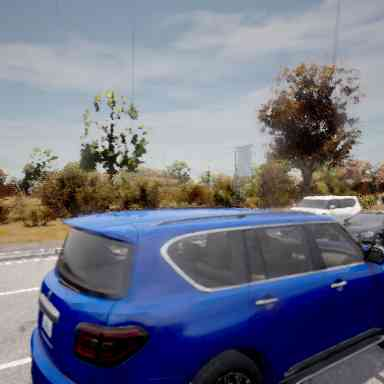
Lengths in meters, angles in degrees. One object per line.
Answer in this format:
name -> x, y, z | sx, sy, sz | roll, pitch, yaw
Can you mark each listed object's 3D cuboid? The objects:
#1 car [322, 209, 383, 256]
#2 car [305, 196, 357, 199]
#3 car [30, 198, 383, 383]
car -> 7.581, 1.523, 13.831 | 4.674, 1.442, 1.812 | 0, 0, -36
car -> 6.889, 1.220, 17.662 | 5.566, 2.045, 2.150 | 0, 0, -36
car -> 0.928, 1.224, 4.443 | 5.566, 2.045, 2.150 | 0, 0, -35
